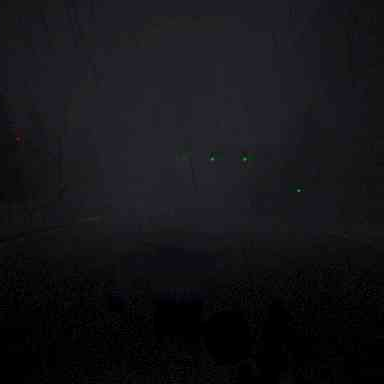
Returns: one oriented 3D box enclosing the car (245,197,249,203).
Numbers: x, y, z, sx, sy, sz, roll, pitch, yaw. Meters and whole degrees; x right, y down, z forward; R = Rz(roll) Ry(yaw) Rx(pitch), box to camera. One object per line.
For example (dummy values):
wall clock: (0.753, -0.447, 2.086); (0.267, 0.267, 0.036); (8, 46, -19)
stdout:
car: (14.606, 2.255, 79.256); (5.566, 2.045, 2.150); (1, -1, -43)

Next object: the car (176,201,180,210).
car: (-3.362, 2.212, 52.852); (1.812, 1.442, 4.674); (0, -1, 2)

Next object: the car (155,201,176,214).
car: (-3.575, 2.106, 42.979); (2.033, 1.411, 5.357); (0, -1, 0)

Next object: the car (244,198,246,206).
car: (10.129, 2.559, 79.672); (1.812, 1.442, 4.674); (-1, -1, 44)

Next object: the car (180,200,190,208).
car: (-1.779, 2.351, 65.186); (1.837, 1.490, 4.892); (0, -1, 16)

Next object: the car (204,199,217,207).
car: (4.348, 2.282, 71.380); (2.097, 1.767, 4.553); (0, -1, 30)

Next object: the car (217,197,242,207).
car: (8.093, 2.147, 70.958); (2.150, 2.045, 5.566); (0, -1, 30)
